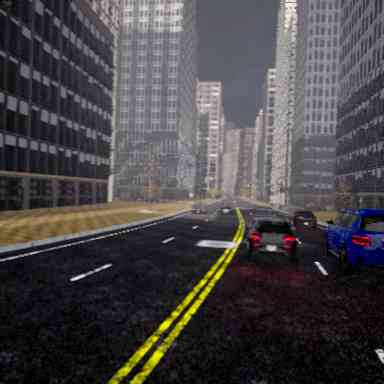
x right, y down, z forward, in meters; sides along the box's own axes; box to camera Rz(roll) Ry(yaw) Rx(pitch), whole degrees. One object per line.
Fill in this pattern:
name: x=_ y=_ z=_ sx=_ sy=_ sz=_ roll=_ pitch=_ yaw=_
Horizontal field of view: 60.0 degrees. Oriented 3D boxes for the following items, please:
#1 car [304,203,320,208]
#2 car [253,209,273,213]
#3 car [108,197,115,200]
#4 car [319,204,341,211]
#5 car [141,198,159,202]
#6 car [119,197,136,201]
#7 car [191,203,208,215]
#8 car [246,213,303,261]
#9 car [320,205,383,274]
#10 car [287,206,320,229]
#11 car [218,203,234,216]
car: x=28.213 y=3.491 z=76.311 sx=5.009 sy=1.841 sz=2.192 roll=3 pitch=0 yaw=8
car: x=5.612 y=2.071 z=26.297 sx=2.033 sy=1.411 sz=5.357 roll=2 pitch=-1 yaw=9
car: x=-21.553 y=1.342 z=83.296 sx=4.313 sy=1.339 sz=1.947 roll=3 pitch=0 yaw=8
car: x=34.779 y=3.962 z=83.848 sx=4.829 sy=1.417 sz=1.752 roll=3 pitch=0 yaw=8
car: x=-10.323 y=1.885 z=81.600 sx=4.313 sy=1.339 sz=1.947 roll=3 pitch=0 yaw=8
car: x=-15.943 y=1.629 z=82.428 sx=4.206 sy=1.307 sz=1.802 roll=3 pitch=0 yaw=8
car: x=1.075 y=2.059 z=42.417 sx=2.033 sy=1.411 sz=5.357 roll=2 pitch=-1 yaw=7
car: x=3.249 y=1.815 z=13.653 sx=1.812 sy=1.442 sz=4.674 roll=2 pitch=-1 yaw=13
car: x=6.155 y=1.614 z=11.720 sx=2.150 sy=2.045 sz=5.566 roll=2 pitch=0 yaw=13
car: x=9.154 y=2.192 z=27.903 sx=1.837 sy=1.490 sz=4.892 roll=2 pitch=0 yaw=9
car: x=4.369 y=2.135 z=42.428 sx=2.128 sy=1.511 sz=4.902 roll=2 pitch=0 yaw=7
